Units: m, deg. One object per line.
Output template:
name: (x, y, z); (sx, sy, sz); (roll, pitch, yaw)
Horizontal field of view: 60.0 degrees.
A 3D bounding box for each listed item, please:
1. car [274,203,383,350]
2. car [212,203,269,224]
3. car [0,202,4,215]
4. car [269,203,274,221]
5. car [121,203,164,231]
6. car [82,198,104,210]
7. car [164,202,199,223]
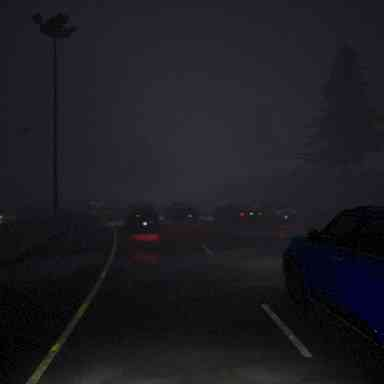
car: (3.207, 1.200, 4.926); (2.150, 2.045, 5.566); (0, 0, -4)
car: (3.147, 1.474, 24.094); (2.033, 1.411, 5.357); (0, 0, -17)
car: (-19.972, 1.434, 33.129); (1.882, 1.535, 5.008); (0, 0, -30)
car: (6.124, 1.515, 26.105); (1.895, 1.301, 4.718); (0, 0, -17)
car: (-3.219, 1.458, 20.620); (1.837, 1.490, 4.892); (0, 1, -15)
car: (-12.023, 1.443, 40.529); (1.812, 1.442, 4.674); (0, 0, -31)
car: (-0.864, 1.459, 24.951); (1.812, 1.442, 4.674); (0, 0, -18)
